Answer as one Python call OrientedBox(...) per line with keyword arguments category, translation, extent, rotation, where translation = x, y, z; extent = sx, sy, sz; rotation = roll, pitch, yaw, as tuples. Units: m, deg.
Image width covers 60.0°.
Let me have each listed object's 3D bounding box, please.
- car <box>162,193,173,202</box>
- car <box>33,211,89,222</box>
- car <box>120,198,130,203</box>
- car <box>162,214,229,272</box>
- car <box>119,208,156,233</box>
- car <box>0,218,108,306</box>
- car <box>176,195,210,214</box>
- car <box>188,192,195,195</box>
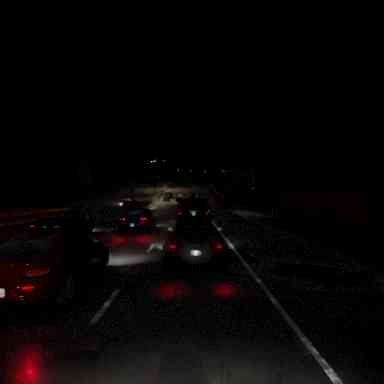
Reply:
OrientedBox(category="car", translation=(-7.099, 1.937, 93.073), extent=(1.812, 1.442, 4.674), rotation=(0, 3, 0))
OrientedBox(category="car", translation=(-6.897, 1.717, 18.081), extent=(2.033, 1.411, 5.357), rotation=(0, -1, 0))
OrientedBox(category="car", translation=(-17.570, 2.218, 87.751), extent=(1.895, 1.301, 4.718), rotation=(0, 2, 0))
OrientedBox(category="car", translation=(0.102, 1.669, 11.193), extent=(1.994, 1.385, 4.181), rotation=(0, -1, 0))
OrientedBox(category="car", translation=(-3.399, 1.725, 21.276), extent=(1.812, 1.442, 4.674), rotation=(0, -1, 0))
OrientedBox(category="car", translation=(-3.400, 1.602, 8.082), extent=(1.812, 1.442, 4.674), rotation=(0, 0, 0))
OrientedBox(category="car", translation=(0.102, 1.437, 22.995), extent=(2.150, 2.045, 5.566), rotation=(0, -1, 0))
OrientedBox(category="car", translation=(-0.097, 1.658, 92.710), extent=(2.150, 2.045, 5.566), rotation=(0, 3, 0))
